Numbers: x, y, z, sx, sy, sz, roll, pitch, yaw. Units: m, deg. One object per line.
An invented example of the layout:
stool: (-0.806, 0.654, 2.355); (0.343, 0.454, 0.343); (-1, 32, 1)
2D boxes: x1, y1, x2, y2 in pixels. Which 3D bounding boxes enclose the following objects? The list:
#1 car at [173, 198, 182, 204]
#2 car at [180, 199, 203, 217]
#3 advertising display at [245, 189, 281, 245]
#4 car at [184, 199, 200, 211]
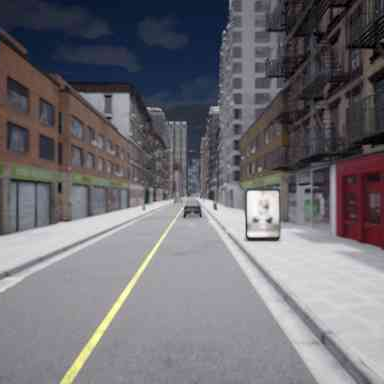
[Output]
car: (-2.989, 1.969, 73.492); (1.994, 1.385, 4.181); (0, 0, 0)
car: (0.078, 1.696, 33.520); (1.837, 1.490, 4.892); (0, 0, 0)
advertising display: (3.132, 1.105, 14.759); (1.540, 2.440, 0.280); (0, -1, 0)
car: (0.061, 1.769, 46.878); (2.128, 1.511, 4.902); (0, 0, 1)
